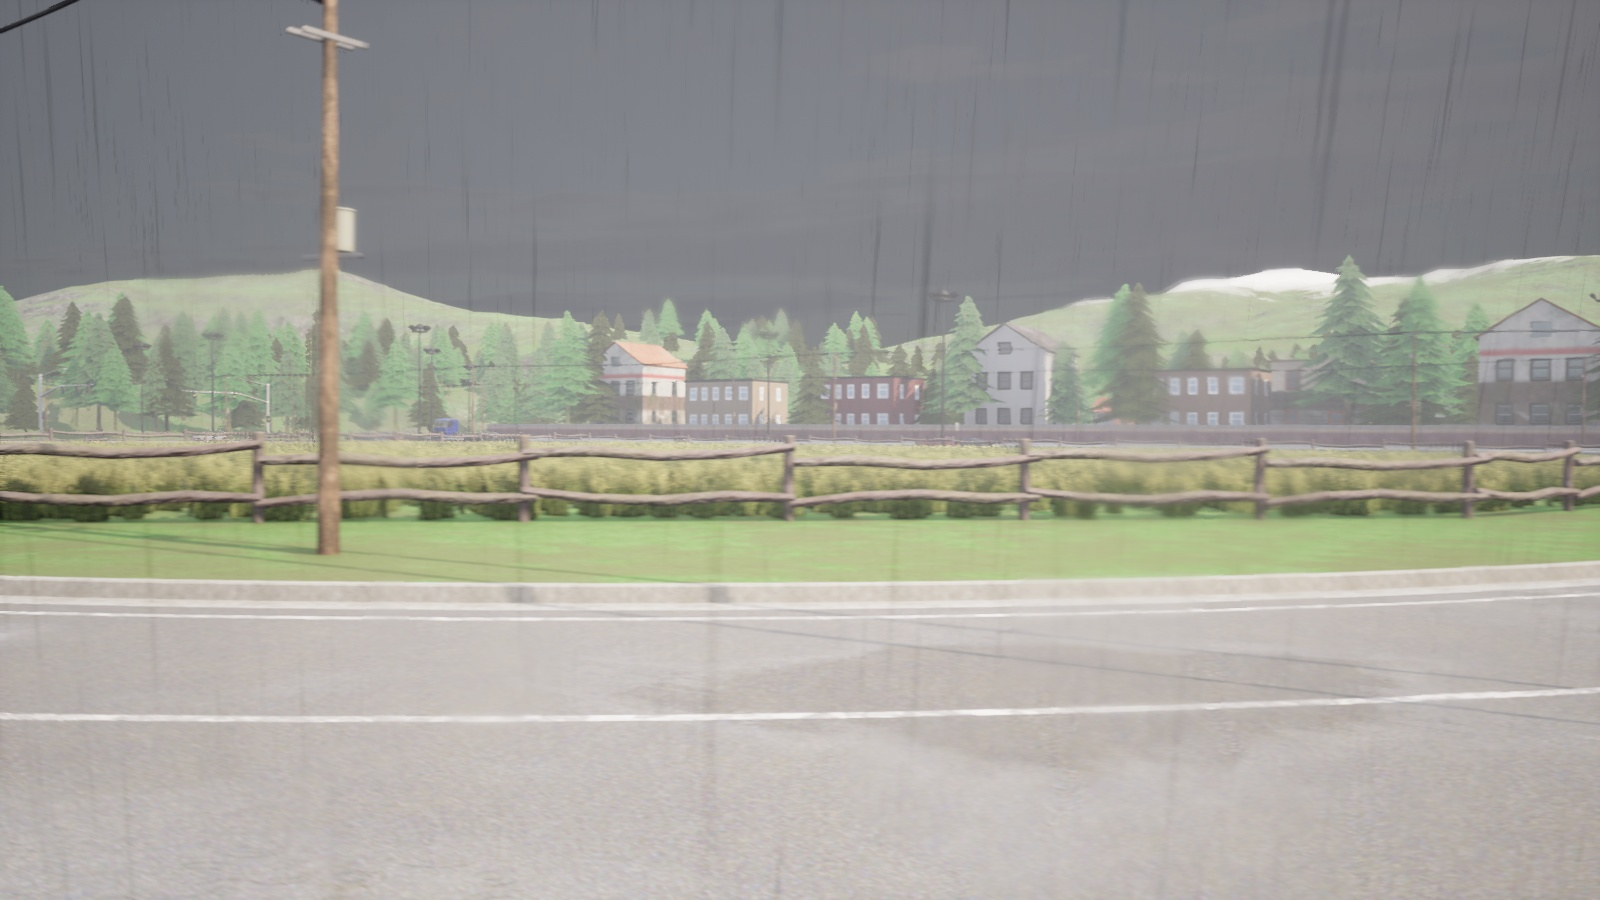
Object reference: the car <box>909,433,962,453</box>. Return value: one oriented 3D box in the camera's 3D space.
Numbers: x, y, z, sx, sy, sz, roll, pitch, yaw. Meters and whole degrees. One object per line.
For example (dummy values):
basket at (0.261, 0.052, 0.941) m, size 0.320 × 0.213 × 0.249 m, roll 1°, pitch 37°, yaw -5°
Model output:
car at (10.339, -0.545, 95.864) m, size 3.633 × 1.501 × 1.845 m, roll 0°, pitch 1°, yaw 34°
